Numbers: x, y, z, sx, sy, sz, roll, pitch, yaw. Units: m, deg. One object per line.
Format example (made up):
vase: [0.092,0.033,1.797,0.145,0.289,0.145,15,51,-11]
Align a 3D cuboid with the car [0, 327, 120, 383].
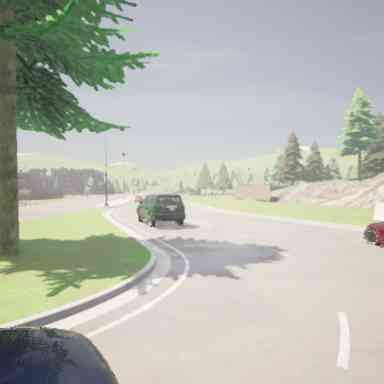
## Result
car: [-2.460,1.576,1.961,4.181,1.385,1.994,-1,1,-32]

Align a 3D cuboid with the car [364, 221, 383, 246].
car: [8.232,1.450,12.081,1.994,1.385,4.181,0,0,-6]

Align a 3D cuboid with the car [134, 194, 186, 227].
car: [-2.187,1.144,22.354,2.150,2.045,5.566,-1,0,-22]

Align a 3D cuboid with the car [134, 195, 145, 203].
car: [-10.187,1.284,64.494,1.882,1.535,5.008,0,-1,-7]

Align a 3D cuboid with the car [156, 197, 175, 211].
car: [-3.250,1.332,39.859,1.882,1.535,5.008,0,0,-10]

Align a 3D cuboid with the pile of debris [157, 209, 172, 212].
pile of debris: [-3.039,2.043,36.891,1.500,0.140,1.860,0,0,-9]

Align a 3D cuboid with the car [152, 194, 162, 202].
car: [-7.442,1.239,69.986,1.882,1.535,5.008,0,0,-7]
